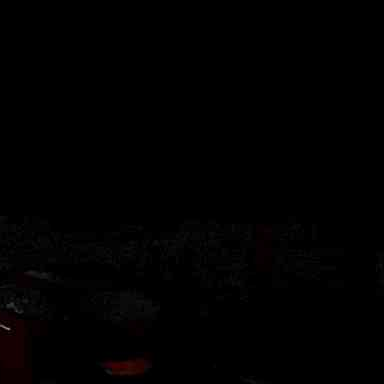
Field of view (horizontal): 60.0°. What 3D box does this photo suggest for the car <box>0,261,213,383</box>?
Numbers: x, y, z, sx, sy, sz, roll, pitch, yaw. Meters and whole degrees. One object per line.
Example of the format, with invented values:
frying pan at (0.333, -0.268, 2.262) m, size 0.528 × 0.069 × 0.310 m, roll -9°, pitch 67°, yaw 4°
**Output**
car at (-1.719, 1.590, 4.308) m, size 4.206 × 1.307 × 1.802 m, roll 0°, pitch 0°, yaw 36°
